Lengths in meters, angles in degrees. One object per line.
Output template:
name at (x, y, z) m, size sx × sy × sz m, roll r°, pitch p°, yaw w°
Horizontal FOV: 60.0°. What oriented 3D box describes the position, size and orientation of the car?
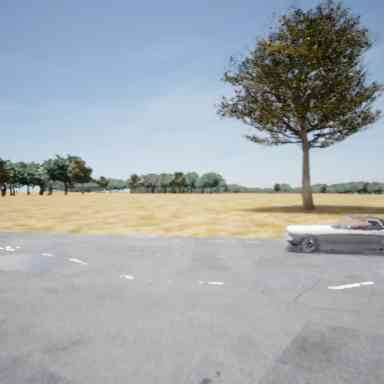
car at (5.882, 1.549, 12.354) m, size 4.718 × 1.301 × 1.895 m, roll -1°, pitch -1°, yaw 14°
